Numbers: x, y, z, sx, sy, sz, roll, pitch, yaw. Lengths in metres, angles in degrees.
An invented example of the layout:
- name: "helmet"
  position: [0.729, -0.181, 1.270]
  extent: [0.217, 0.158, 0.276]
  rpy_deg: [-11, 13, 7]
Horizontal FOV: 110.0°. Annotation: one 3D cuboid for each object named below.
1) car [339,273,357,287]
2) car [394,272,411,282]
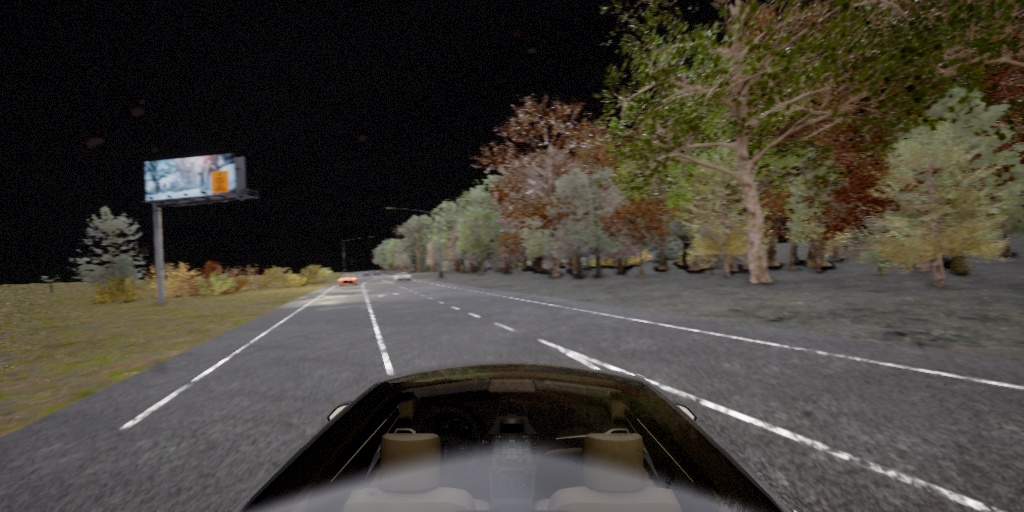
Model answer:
- name: "car"
  position: [-21.506, 3.073, 47.100]
  extent: [2.097, 1.767, 4.553]
  rpy_deg: [-3, -1, -22]
- name: "car"
  position: [-15.859, 3.053, 51.718]
  extent: [1.895, 1.301, 4.718]
  rpy_deg: [-3, -1, -23]
